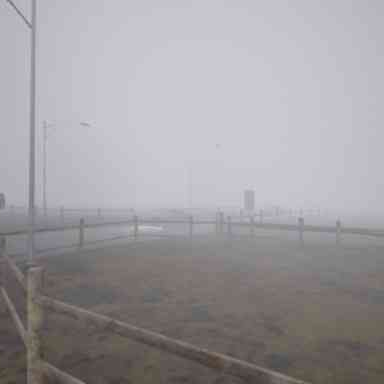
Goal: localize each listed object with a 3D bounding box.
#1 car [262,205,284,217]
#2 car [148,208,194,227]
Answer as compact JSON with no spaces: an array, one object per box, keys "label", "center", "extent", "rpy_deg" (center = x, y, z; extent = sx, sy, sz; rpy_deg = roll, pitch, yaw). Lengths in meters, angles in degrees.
[{"label":"car","center":[10.716,2.444,44.394],"extent":[1.882,1.535,5.008],"rpy_deg":[1,-1,36]},{"label":"car","center":[-1.657,2.003,26.893],"extent":[1.994,1.385,4.181],"rpy_deg":[1,-1,35]}]
